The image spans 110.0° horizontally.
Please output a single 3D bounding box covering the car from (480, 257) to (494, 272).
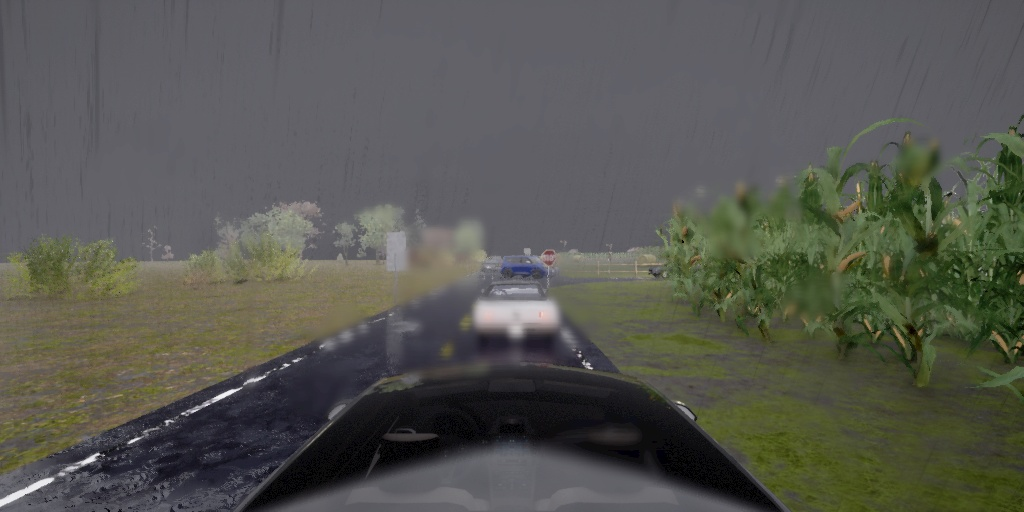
[{"bbox_3d":[-3.002,1.274,46.934,2.128,1.511,4.902,0,0,-1],"label":"car"}]

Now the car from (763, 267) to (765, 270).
[{"bbox_3d":[24.856,1.081,31.312,5.357,1.411,2.033,-1,-1,-1],"label":"car"}]

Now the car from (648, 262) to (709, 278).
[{"bbox_3d":[14.400,1.139,31.156,4.892,1.490,1.837,-1,-1,-1],"label":"car"}]

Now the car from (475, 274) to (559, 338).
[{"bbox_3d":[0.103,1.354,10.145,1.895,1.301,4.718,0,0,0],"label":"car"}]

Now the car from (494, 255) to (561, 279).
[{"bbox_3d":[1.452,0.964,30.593,5.566,2.045,2.150,-1,0,43],"label":"car"}]
